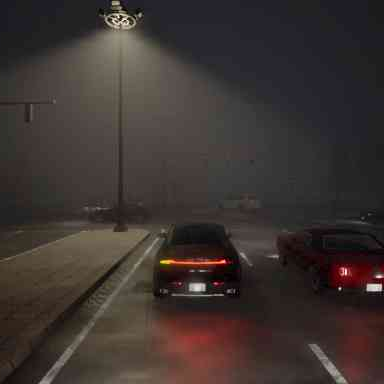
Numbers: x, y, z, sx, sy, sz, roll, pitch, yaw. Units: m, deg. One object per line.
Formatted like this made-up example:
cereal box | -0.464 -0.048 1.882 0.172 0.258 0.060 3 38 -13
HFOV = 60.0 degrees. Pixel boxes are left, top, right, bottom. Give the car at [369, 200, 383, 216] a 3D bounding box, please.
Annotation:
car | 19.831 1.526 31.888 4.674 1.442 1.812 0 0 1

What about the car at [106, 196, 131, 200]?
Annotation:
car | -11.267 1.601 51.345 1.895 1.301 4.718 0 0 0

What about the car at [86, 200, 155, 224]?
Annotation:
car | -5.062 1.526 24.224 4.674 1.442 1.812 0 0 -3

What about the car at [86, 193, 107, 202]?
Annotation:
car | -14.759 1.221 51.895 2.150 2.045 5.566 0 0 0

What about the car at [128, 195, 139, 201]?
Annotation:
car | -14.456 1.517 82.295 1.812 1.442 4.674 0 0 1

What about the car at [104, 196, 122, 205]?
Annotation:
car | -14.651 1.547 62.144 2.033 1.411 5.357 0 0 1

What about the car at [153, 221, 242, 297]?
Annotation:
car | 0.127 1.505 8.540 1.837 1.490 4.892 0 0 1

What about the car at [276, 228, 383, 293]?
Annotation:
car | 3.630 1.601 8.784 1.895 1.301 4.718 0 0 1

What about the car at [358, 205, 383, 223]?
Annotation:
car | 15.454 1.547 24.911 5.357 1.411 2.033 0 0 0

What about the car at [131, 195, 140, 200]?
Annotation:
car | -11.185 1.505 60.355 1.837 1.490 4.892 0 0 1

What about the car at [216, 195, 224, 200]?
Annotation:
car | 7.859 1.553 94.684 1.994 1.385 4.181 0 0 2

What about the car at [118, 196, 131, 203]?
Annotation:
car | -14.538 1.553 72.091 1.994 1.385 4.181 0 0 0

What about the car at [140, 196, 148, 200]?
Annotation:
car | -11.056 1.595 69.329 1.895 1.301 4.718 0 0 0

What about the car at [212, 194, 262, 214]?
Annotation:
car | 5.066 1.221 36.304 2.150 2.045 5.566 -2 1 -36

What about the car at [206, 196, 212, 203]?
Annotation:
car | 3.999 1.597 71.481 1.895 1.301 4.718 0 0 0

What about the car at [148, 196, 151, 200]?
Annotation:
car | -10.989 1.552 79.180 1.994 1.385 4.181 0 0 0
